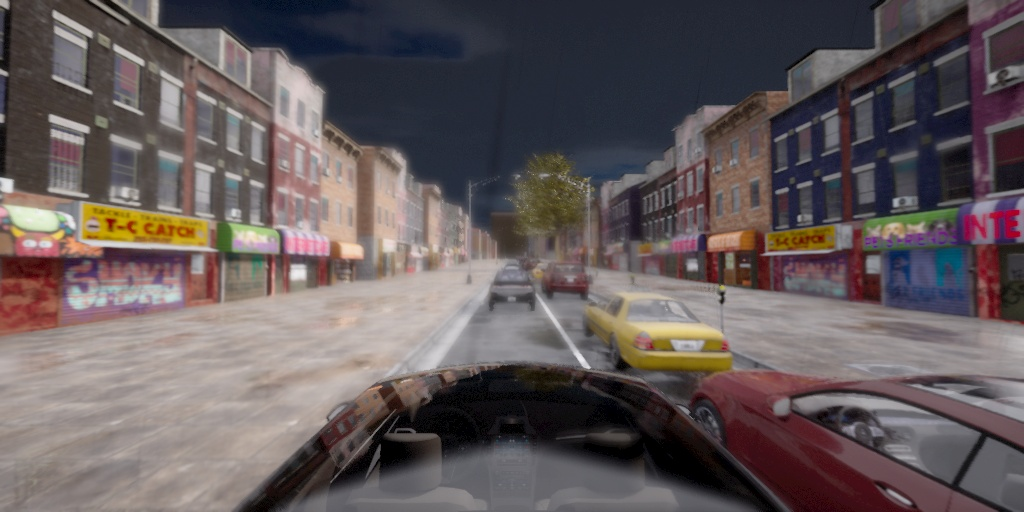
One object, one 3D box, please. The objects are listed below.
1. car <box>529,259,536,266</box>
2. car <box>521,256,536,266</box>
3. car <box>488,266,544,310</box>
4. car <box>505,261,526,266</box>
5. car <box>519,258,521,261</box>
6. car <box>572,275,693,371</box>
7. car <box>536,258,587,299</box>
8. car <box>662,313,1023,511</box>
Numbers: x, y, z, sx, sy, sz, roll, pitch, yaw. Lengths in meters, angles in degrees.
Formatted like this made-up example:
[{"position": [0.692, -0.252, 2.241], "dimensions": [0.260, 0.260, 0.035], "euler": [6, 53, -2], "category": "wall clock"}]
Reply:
[{"position": [2.738, 1.345, 31.519], "dimensions": [1.801, 1.575, 5.366], "euler": [0, 0, 0], "category": "car"}, {"position": [2.622, 1.179, 46.474], "dimensions": [2.192, 1.841, 5.009], "euler": [0, 0, 0], "category": "car"}, {"position": [0.017, 1.349, 15.332], "dimensions": [2.128, 1.511, 4.902], "euler": [0, 0, 1], "category": "car"}, {"position": [0.014, 1.415, 30.707], "dimensions": [1.812, 1.442, 4.674], "euler": [0, 0, 1], "category": "car"}, {"position": [2.616, 1.350, 63.146], "dimensions": [1.948, 1.339, 4.313], "euler": [0, 0, 0], "category": "car"}, {"position": [2.637, 1.330, 7.722], "dimensions": [1.751, 1.417, 4.829], "euler": [0, 0, 0], "category": "car"}, {"position": [2.633, 1.186, 18.675], "dimensions": [2.192, 1.841, 5.009], "euler": [0, 0, 0], "category": "car"}, {"position": [2.639, 1.335, 1.991], "dimensions": [1.802, 1.307, 4.207], "euler": [0, 0, 0], "category": "car"}]
